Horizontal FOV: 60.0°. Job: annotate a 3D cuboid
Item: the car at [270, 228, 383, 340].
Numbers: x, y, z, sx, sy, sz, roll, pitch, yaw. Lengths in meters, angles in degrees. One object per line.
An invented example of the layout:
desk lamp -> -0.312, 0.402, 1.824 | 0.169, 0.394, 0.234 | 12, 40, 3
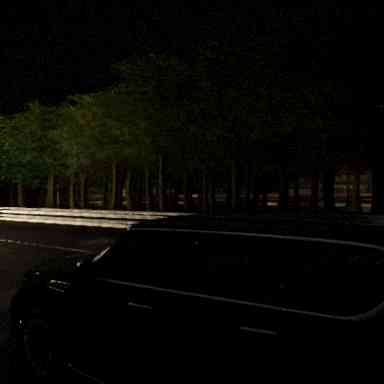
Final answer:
car -> 3.873, 1.521, 5.493 | 4.674, 1.442, 1.812 | -1, 0, 35

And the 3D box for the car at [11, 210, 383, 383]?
car -> 0.218, 1.239, 3.801 | 5.566, 2.045, 2.150 | -1, 0, 35
